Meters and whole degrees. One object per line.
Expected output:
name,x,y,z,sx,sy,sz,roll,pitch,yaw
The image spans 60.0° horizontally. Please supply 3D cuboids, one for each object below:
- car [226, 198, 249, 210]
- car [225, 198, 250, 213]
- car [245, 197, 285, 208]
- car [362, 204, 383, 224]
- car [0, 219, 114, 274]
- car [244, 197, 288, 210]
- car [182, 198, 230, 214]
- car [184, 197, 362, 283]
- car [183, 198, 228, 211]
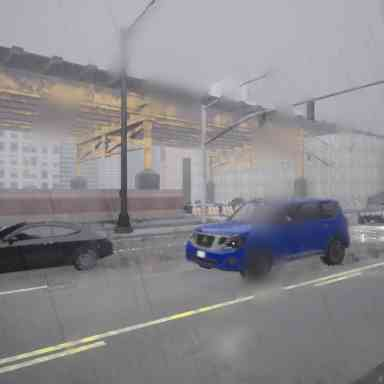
car,5.289,1.295,37.945,1.853,1.218,4.536,0,0,18
car,5.273,1.453,37.895,2.038,1.542,4.974,0,0,18
car,9.138,1.295,41.642,4.536,1.218,1.853,0,0,-7
car,13.347,1.547,23.965,2.033,1.411,5.357,0,0,35
car,-4.535,1.526,9.353,4.674,1.442,1.812,0,0,-35
car,9.189,1.453,41.649,4.974,1.542,2.038,0,0,-7
car,1.524,1.453,35.216,4.974,1.542,2.038,0,0,8
car,2.496,1.221,10.018,5.566,2.045,2.150,0,0,-35
car,1.472,1.295,35.224,4.536,1.218,1.853,0,0,8
